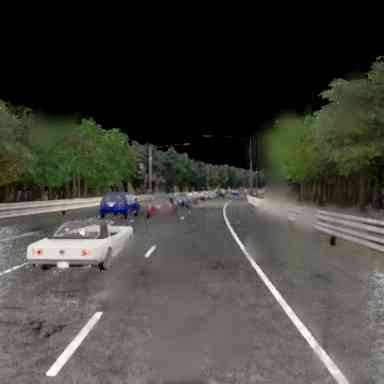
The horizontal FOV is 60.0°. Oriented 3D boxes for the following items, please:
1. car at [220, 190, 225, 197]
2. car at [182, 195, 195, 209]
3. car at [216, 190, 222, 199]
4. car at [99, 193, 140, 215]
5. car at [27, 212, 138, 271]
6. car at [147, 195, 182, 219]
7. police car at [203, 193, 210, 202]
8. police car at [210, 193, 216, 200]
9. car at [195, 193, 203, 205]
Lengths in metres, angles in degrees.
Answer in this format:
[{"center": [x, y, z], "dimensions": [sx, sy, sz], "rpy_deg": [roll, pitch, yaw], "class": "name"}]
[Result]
[{"center": [8.037, 0.472, 94.975], "dimensions": [2.150, 2.045, 5.566], "rpy_deg": [0, 1, 14], "class": "car"}, {"center": [-1.269, 1.127, 41.471], "dimensions": [2.097, 1.767, 4.553], "rpy_deg": [0, 0, 6], "class": "car"}, {"center": [5.599, 0.916, 84.367], "dimensions": [2.033, 1.411, 5.357], "rpy_deg": [0, 1, 12], "class": "car"}, {"center": [-5.875, 1.070, 27.538], "dimensions": [2.150, 2.045, 5.566], "rpy_deg": [0, 0, 4], "class": "car"}, {"center": [-3.208, 1.549, 10.665], "dimensions": [1.895, 1.301, 4.718], "rpy_deg": [0, 0, 2], "class": "car"}, {"center": [-2.351, 1.208, 27.519], "dimensions": [2.097, 1.767, 4.553], "rpy_deg": [0, 1, 4], "class": "car"}, {"center": [1.610, 1.032, 63.132], "dimensions": [1.930, 1.638, 5.238], "rpy_deg": [0, 1, 9], "class": "police car"}, {"center": [3.453, 0.993, 73.723], "dimensions": [2.038, 1.542, 4.974], "rpy_deg": [0, 1, 11], "class": "police car"}, {"center": [0.020, 1.200, 52.283], "dimensions": [2.128, 1.511, 4.902], "rpy_deg": [0, 0, 8], "class": "car"}]
